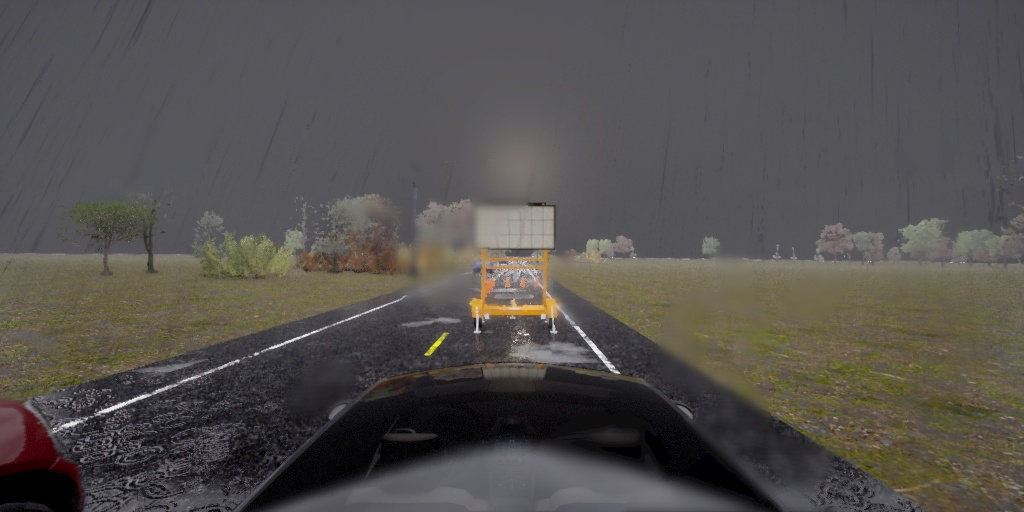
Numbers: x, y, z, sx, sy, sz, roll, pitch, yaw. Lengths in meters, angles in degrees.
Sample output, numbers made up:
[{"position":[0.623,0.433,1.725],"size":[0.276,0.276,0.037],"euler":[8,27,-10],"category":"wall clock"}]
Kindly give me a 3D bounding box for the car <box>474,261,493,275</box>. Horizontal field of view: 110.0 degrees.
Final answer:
[{"position":[-3.172,1.250,40.716],"size":[1.882,1.535,5.008],"euler":[0,0,1],"category":"car"}]

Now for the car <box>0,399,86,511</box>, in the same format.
[{"position":[-3.610,1.101,0.110],"size":[2.097,1.767,4.553],"euler":[0,0,0],"category":"car"}]

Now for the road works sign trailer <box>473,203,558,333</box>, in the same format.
[{"position":[0.087,0.218,10.749],"size":[2.380,3.560,2.880],"euler":[0,0,0],"category":"road works sign trailer"}]
